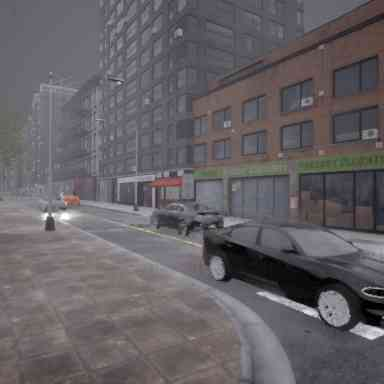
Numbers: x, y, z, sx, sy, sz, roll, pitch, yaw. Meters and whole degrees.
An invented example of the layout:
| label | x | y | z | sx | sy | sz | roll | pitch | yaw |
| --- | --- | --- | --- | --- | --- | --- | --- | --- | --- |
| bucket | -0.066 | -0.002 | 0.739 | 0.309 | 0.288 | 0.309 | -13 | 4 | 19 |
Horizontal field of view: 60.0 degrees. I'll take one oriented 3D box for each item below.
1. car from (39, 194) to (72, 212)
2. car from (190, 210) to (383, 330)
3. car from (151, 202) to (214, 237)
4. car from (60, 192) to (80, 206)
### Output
| label | x | y | z | sx | sy | sz | roll | pitch | yaw |
| --- | --- | --- | --- | --- | --- | --- | --- | --- | --- |
| car | -13.012 | 1.082 | 31.098 | 1.895 | 1.301 | 4.718 | 0 | 0 | -32 |
| car | 2.161 | 1.378 | 7.093 | 1.882 | 1.535 | 5.008 | 0 | 1 | -32 |
| car | -0.399 | 1.250 | 16.655 | 2.128 | 1.511 | 4.902 | 0 | 1 | -32 |
| car | -14.845 | 0.765 | 39.496 | 2.097 | 1.767 | 4.553 | 0 | 0 | -32 |
